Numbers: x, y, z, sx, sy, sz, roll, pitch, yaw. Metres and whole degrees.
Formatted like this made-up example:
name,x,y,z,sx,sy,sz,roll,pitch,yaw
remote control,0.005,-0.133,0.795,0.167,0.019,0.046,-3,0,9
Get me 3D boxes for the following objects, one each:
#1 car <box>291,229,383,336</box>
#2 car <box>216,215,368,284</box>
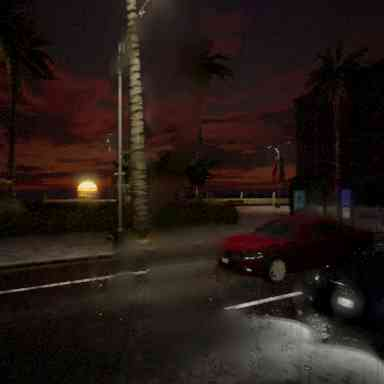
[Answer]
name,x,y,z,sx,sy,sz,roll,pitch,yaw
car,4.147,1.545,6.164,4.181,1.385,1.994,0,0,-29
car,3.038,1.448,9.557,5.008,1.535,1.882,0,0,-28
